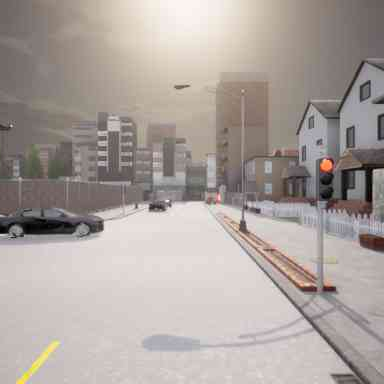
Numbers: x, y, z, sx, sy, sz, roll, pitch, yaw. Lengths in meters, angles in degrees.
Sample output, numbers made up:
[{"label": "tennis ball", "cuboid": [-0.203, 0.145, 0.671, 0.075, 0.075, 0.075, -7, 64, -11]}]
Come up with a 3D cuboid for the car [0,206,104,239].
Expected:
[{"label": "car", "cuboid": [-7.064, 1.477, 16.899, 5.008, 1.535, 1.882, 0, 0, -8]}]

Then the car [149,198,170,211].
[{"label": "car", "cuboid": [-4.112, 1.601, 40.505, 1.895, 1.301, 4.718, 0, 0, 0]}]

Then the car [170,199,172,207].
[{"label": "car", "cuboid": [-4.103, 1.564, 50.574, 1.994, 1.385, 4.181, 0, 0, 0]}]
